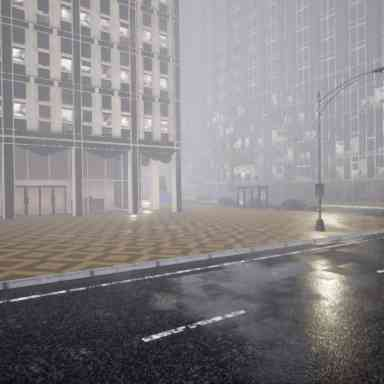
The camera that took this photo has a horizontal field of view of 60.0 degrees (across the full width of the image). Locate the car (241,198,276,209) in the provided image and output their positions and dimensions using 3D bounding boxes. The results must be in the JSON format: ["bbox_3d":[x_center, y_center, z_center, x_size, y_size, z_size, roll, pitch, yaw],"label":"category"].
[{"bbox_3d":[8.453,1.387,40.583,1.802,1.307,4.206,-1,1,-34],"label":"car"}]

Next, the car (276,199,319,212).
[{"bbox_3d":[11.656,1.422,35.886,1.947,1.339,4.313,-1,1,-34],"label":"car"}]

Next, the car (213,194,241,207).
[{"bbox_3d":[5.284,1.318,45.301,1.947,1.339,4.313,-1,1,-34],"label":"car"}]

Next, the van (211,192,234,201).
[{"bbox_3d":[5.802,0.854,59.440,1.690,1.788,3.998,-1,1,-34],"label":"van"}]

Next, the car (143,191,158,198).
[{"bbox_3d":[-10.284,0.685,82.867,1.967,1.590,4.097,0,1,-34],"label":"car"}]

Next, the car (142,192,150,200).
[{"bbox_3d":[-10.758,1.038,68.756,2.008,1.369,4.403,0,1,-34],"label":"car"}]

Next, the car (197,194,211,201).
[{"bbox_3d":[2.586,1.042,64.128,1.802,1.307,4.206,-1,1,-34],"label":"car"}]

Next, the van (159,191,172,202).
[{"bbox_3d":[-4.323,0.936,59.383,1.690,1.788,3.998,0,1,-34],"label":"van"}]

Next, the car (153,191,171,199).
[{"bbox_3d":[-7.067,0.614,78.181,2.192,1.841,5.009,0,1,-34],"label":"car"}]
